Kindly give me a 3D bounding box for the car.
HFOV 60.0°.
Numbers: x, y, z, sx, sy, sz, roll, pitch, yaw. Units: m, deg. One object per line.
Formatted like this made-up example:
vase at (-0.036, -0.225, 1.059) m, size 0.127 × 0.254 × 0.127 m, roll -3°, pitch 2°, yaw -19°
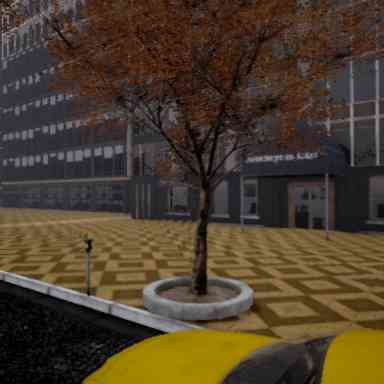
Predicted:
car at (1.208, 1.526, 2.018) m, size 4.829 × 1.417 × 1.752 m, roll 0°, pitch 0°, yaw 35°
